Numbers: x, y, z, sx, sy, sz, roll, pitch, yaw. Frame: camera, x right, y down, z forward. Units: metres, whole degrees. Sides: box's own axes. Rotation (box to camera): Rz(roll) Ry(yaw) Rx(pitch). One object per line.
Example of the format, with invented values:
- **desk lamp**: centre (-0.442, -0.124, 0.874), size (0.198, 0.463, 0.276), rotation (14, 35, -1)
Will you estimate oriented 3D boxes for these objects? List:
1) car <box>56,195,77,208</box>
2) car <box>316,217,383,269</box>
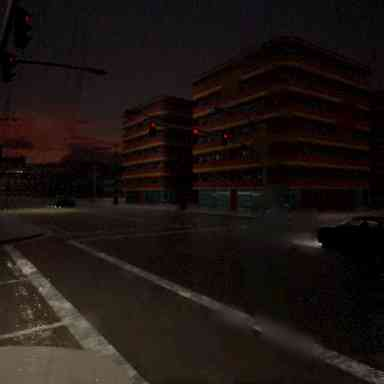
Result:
- **car**: centre (-18.577, 1.592, 49.147), size (1.994, 1.385, 4.181), rotation (0, 0, -36)
- **car**: centre (6.268, 1.545, 11.157), size (2.033, 1.411, 5.357), rotation (0, 0, -7)
